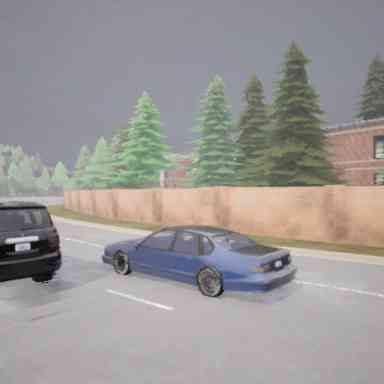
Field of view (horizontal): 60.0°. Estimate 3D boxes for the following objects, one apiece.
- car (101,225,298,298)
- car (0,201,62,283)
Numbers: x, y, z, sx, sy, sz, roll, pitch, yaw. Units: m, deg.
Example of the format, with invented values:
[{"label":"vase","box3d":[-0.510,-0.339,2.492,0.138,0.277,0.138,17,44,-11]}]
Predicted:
[{"label":"car","box3d":[-0.091,1.582,8.667,5.357,1.411,2.033,0,0,40]},{"label":"car","box3d":[-5.552,1.258,8.789,5.566,2.045,2.150,0,0,42]}]
